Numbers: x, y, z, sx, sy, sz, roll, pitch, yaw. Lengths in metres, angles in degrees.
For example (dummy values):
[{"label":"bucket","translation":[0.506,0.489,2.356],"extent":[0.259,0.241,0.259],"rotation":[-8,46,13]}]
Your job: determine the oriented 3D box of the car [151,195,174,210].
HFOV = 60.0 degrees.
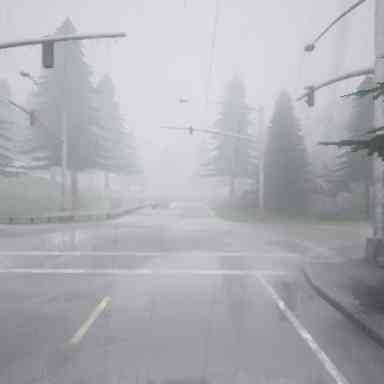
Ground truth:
[{"label":"car","translation":[-3.545,1.297,38.032],"extent":[2.033,1.411,5.357],"rotation":[0,0,0]}]
